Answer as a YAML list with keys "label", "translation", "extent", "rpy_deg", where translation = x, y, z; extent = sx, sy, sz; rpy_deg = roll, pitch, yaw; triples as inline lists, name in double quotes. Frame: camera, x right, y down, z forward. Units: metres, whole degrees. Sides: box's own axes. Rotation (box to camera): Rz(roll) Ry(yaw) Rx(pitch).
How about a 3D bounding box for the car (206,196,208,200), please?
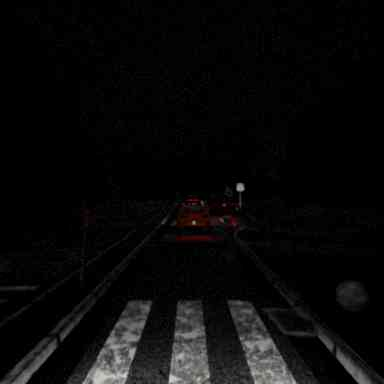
- label: "car"
  translation: [2.993, 0.920, 45.483]
  extent: [1.882, 1.535, 5.008]
  rpy_deg: [0, 2, 1]

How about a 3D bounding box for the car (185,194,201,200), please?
- label: "car"
  translation: [0.108, 1.069, 41.019]
  extent: [1.837, 1.490, 4.892]
  rpy_deg: [0, 2, 0]

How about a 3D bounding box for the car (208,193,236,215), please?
- label: "car"
  translation: [2.932, 1.162, 31.996]
  extent: [2.097, 1.767, 4.553]
  rpy_deg: [0, 1, 0]

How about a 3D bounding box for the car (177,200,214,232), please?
- label: "car"
  translation: [0.105, 1.485, 20.246]
  extent: [1.882, 1.535, 5.008]
  rpy_deg: [0, 0, 0]
